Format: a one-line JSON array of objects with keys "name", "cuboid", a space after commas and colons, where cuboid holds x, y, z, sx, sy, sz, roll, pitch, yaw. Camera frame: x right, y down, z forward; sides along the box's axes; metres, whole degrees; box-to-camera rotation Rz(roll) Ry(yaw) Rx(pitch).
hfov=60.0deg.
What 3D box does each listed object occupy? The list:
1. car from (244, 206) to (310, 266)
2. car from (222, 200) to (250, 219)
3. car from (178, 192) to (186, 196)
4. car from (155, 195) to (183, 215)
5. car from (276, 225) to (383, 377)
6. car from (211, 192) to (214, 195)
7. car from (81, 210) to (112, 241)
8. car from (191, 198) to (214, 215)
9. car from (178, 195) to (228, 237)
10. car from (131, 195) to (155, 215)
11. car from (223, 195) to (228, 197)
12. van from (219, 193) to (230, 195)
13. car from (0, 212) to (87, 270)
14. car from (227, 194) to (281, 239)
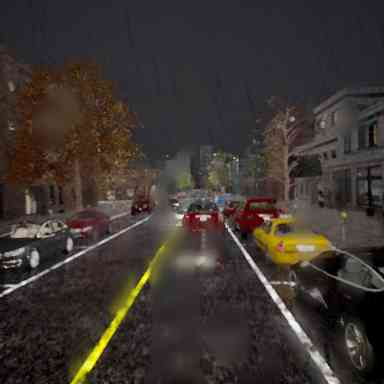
[{"name": "car", "cuboid": [3.027, 1.411, 10.953, 1.752, 1.417, 4.829, -2, 0, 2]}, {"name": "car", "cuboid": [3.519, 1.376, 27.422, 1.802, 1.307, 4.206, -2, 0, 2]}, {"name": "car", "cuboid": [-2.899, 0.904, 93.428, 2.192, 1.841, 5.009, -2, 0, 2]}, {"name": "car", "cuboid": [-2.034, 1.386, 32.020, 1.837, 1.490, 4.892, -1, 0, 2]}, {"name": "car", "cuboid": [2.856, 1.483, 5.239, 1.947, 1.339, 4.313, -2, 0, 2]}, {"name": "car", "cuboid": [4.185, 1.195, 49.775, 1.752, 1.417, 4.829, -2, 0, 2]}, {"name": "car", "cuboid": [-5.187, 1.602, 16.579, 1.802, 1.307, 4.206, -2, 0, 2]}, {"name": "car", "cuboid": [1.064, 1.363, 32.977, 2.033, 1.411, 5.357, -1, 0, 2]}, {"name": "car", "cuboid": [0.601, 1.252, 17.531, 2.097, 1.767, 4.553, -1, 0, 2]}, {"name": "car", "cuboid": [-4.698, 1.243, 33.215, 2.192, 1.841, 5.009, -2, 0, 2]}, {"name": "car", "cuboid": [3.689, 1.288, 33.137, 1.752, 1.417, 4.829, -2, 0, 2]}, {"name": "van", "cuboid": [3.843, 1.074, 38.512, 1.690, 1.788, 3.998, -2, 0, 2]}, {"name": "car", "cuboid": [-5.354, 1.601, 11.033, 2.008, 1.369, 4.403, -2, 0, 2]}, {"name": "car", "cuboid": [3.180, 1.171, 16.329, 2.192, 1.841, 5.009, -2, 0, 2]}]
